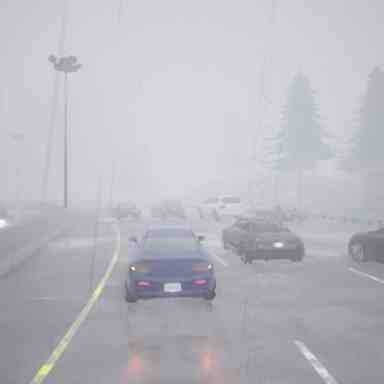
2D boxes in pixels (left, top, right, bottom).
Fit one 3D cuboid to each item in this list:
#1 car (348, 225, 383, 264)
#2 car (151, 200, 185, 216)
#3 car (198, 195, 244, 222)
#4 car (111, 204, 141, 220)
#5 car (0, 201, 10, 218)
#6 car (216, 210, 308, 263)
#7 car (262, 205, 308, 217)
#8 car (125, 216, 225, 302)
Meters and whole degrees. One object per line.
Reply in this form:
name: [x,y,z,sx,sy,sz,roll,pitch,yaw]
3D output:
car: [6.303,1.515,9.178,1.837,1.490,4.892,0,0,-6]
car: [-2.196,1.448,29.287,2.097,1.767,4.553,0,0,-20]
car: [2.263,1.299,27.432,2.150,2.045,5.566,0,0,-19]
car: [-5.991,1.708,29.590,1.895,1.301,4.718,0,0,-22]
car: [-18.161,1.639,30.988,2.128,1.511,4.902,0,0,-26]
car: [2.390,1.595,12.165,1.994,1.385,4.181,0,0,-8]
car: [6.619,1.659,25.236,1.895,1.301,4.718,0,0,-16]
car: [-0.592,1.553,8.260,1.812,1.442,4.674,0,0,-6]
